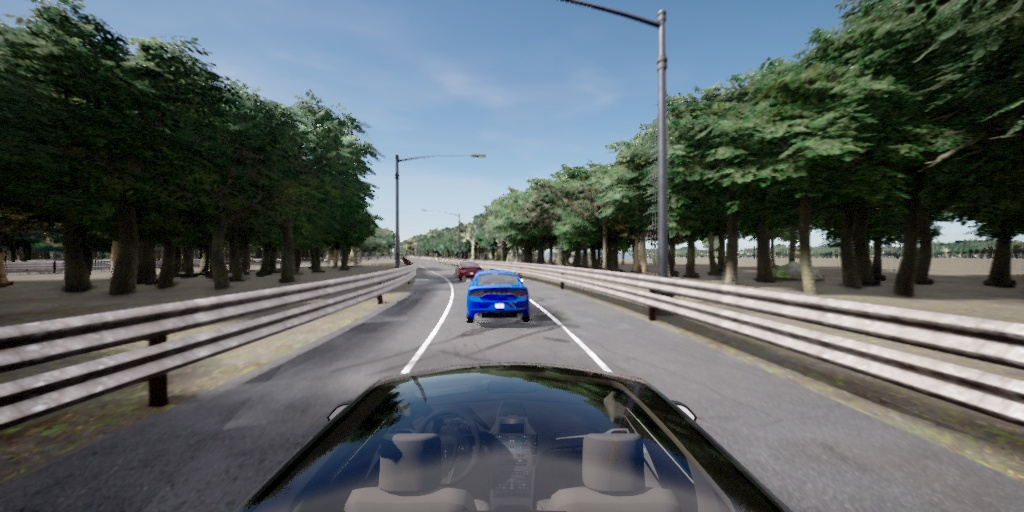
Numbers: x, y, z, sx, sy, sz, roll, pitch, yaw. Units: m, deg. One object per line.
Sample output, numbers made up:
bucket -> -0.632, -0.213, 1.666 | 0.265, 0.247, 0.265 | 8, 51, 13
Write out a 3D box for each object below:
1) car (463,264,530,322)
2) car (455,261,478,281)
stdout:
car -> -0.571, 1.217, 12.364 | 1.882, 1.535, 5.008 | 0, 0, -5
car -> -3.738, 1.195, 30.324 | 1.882, 1.535, 5.008 | 0, 0, -14
